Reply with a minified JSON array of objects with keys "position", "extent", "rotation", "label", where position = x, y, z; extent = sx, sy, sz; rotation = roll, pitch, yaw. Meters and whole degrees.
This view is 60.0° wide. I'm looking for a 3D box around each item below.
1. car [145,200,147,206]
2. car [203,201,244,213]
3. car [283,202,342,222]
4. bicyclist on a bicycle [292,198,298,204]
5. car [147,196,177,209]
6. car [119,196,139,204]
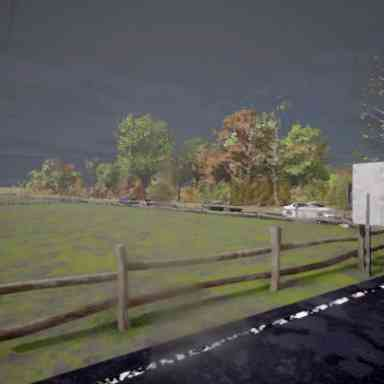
[{"position":[-5.765,1.472,53.321],"extent":[1.882,1.535,5.008],"rotation":[0,0,-34],"label":"car"},{"position":[3.262,1.594,35.192],"extent":[1.895,1.301,4.718],"rotation":[0,0,-35],"label":"car"},{"position":[9.399,1.505,26.325],"extent":[1.812,1.442,4.674],"rotation":[0,0,-35],"label":"car"},{"position":[10.793,1.434,34.806],"extent":[1.656,1.620,0.582],"rotation":[-1,0,-35],"label":"bicyclist on a bicycle"},{"position":[-3.893,1.524,45.553],"extent":[1.812,1.442,4.674],"rotation":[0,0,-35],"label":"car"},{"position":[-11.716,1.536,61.830],"extent":[2.033,1.411,5.357],"rotation":[0,0,-35],"label":"car"}]
